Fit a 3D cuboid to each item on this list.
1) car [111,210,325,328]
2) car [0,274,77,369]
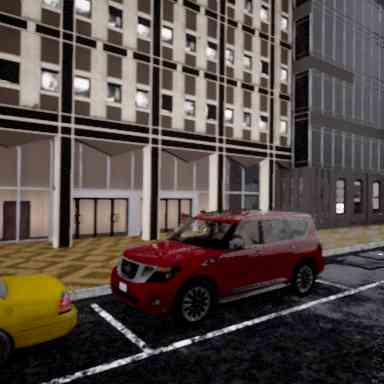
[{"bbox_3d":[0.847,1.367,7.282,5.009,1.841,2.192,1,0,-36],"label":"car"},{"bbox_3d":[-3.933,1.514,3.907,4.829,1.417,1.752,1,0,-36],"label":"car"}]
